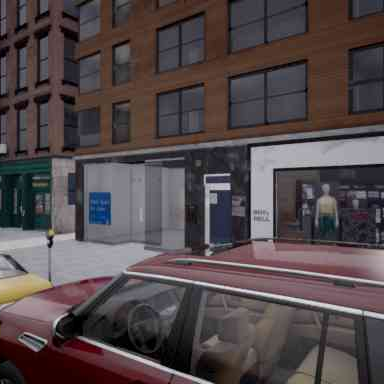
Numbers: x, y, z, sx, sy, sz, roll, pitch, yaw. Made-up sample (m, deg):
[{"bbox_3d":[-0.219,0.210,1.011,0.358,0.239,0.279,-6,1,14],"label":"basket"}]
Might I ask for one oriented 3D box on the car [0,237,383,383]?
[{"bbox_3d":[0.347,1.315,2.564,5.009,1.841,2.192,0,0,36],"label":"car"}]
